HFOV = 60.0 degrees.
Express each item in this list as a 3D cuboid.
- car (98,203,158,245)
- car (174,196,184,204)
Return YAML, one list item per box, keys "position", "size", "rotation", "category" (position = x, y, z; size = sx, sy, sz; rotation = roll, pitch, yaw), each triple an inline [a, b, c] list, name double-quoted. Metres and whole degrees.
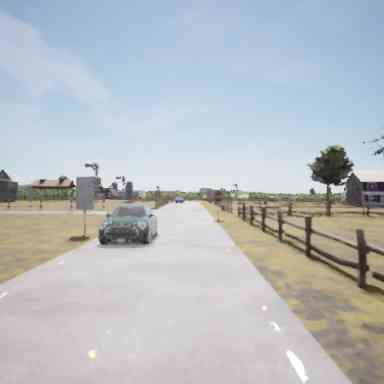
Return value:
- position: [-2.827, 1.353, 15.571]
  size: [2.097, 1.767, 4.553]
  rotation: [0, 0, 0]
  category: "car"
- position: [-2.764, 1.736, 72.885]
  size: [1.882, 1.535, 5.008]
  rotation: [0, 0, 0]
  category: "car"
